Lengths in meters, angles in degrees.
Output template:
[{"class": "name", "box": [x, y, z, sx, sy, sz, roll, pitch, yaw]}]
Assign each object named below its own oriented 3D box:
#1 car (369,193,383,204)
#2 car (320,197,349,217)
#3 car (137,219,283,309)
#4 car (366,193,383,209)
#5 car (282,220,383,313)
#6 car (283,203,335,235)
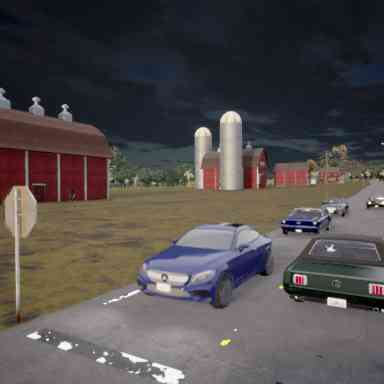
[{"class": "car", "box": [24.144, 0.815, 43.129, 1.895, 1.301, 4.718, 0, 1, 30]}, {"class": "car", "box": [11.818, 1.182, 27.494, 2.128, 1.511, 4.902, 0, 1, 30]}, {"class": "car", "box": [0.638, 1.518, 8.190, 1.812, 1.442, 4.674, 0, 0, 30]}, {"class": "car", "box": [19.200, 1.056, 34.471, 1.895, 1.301, 4.718, 0, 1, 30]}, {"class": "car", "box": [3.587, 1.592, 7.595, 1.895, 1.301, 4.718, 0, 0, 30]}, {"class": "car", "box": [6.203, 1.512, 17.807, 1.895, 1.301, 4.718, 0, 1, 30]}]
